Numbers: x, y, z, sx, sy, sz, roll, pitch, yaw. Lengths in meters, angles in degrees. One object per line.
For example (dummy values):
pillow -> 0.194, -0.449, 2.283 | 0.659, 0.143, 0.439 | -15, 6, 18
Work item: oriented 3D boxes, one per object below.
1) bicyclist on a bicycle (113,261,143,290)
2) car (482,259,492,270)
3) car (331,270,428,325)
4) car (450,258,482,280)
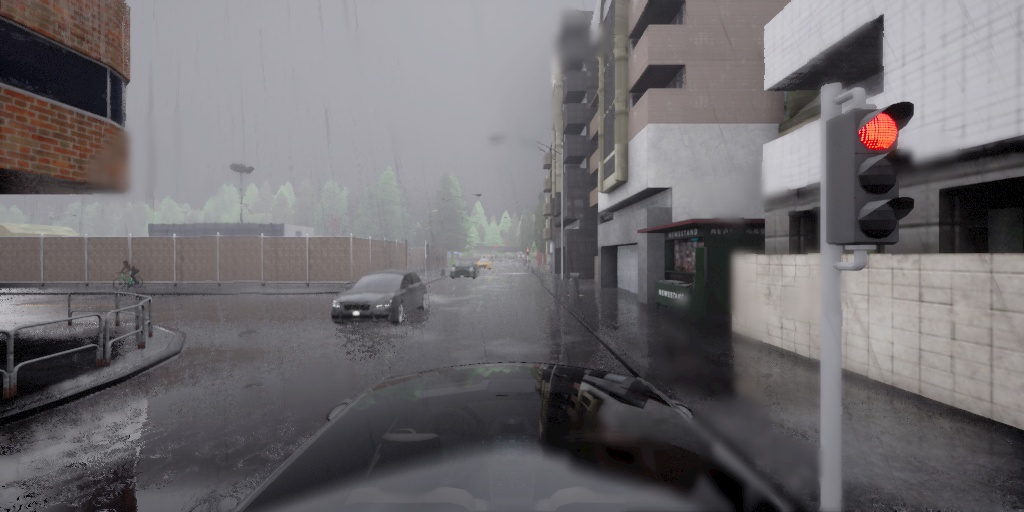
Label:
bicyclist on a bicycle -> -22.184, 1.099, 20.738 | 0.582, 1.620, 1.656 | 0, 0, 0
car -> -4.041, 1.227, 52.501 | 1.882, 1.535, 5.008 | 0, 0, 0
car -> -4.106, 1.255, 11.869 | 1.837, 1.490, 4.892 | 0, 0, 0
car -> -4.116, 1.101, 31.742 | 2.097, 1.767, 4.553 | 0, 0, 0
